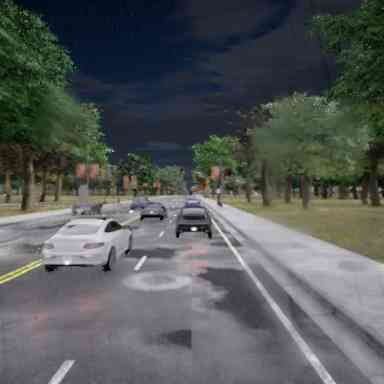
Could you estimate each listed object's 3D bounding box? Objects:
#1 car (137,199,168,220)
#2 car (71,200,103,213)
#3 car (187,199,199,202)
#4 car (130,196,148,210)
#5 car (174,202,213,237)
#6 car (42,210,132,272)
[{"bbox_3d":[-3.158,1.575,28.195,1.994,1.385,4.181,0,0,0],"label":"car"},{"bbox_3d":[-9.843,1.507,31.558,2.128,1.511,4.902,0,0,0],"label":"car"},{"bbox_3d":[0.089,1.541,38.261,1.812,1.442,4.674,0,0,0],"label":"car"},{"bbox_3d":[-6.521,1.371,42.329,2.097,1.767,4.553,0,0,0],"label":"car"},{"bbox_3d":[0.094,1.510,18.210,1.837,1.490,4.892,0,0,0],"label":"car"},{"bbox_3d":[-3.153,1.530,10.716,1.812,1.442,4.674,0,0,0],"label":"car"}]
